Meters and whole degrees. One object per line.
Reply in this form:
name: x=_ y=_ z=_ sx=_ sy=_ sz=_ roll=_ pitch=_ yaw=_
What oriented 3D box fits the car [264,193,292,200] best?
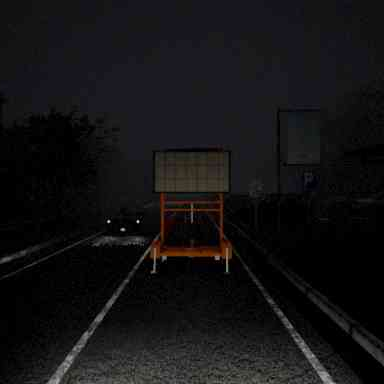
car: x=18.395 y=0.939 z=71.381 sx=5.366 sy=1.575 sz=1.946 roll=0 pitch=1 yaw=0

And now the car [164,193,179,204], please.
car: x=-3.379 y=0.876 z=54.594 sx=2.150 sy=2.045 sz=5.566 roll=0 pitch=1 yaw=0

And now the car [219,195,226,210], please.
car: x=5.633 y=1.335 z=34.485 sx=5.008 sy=1.535 sz=2.097 roll=0 pitch=0 yaw=0

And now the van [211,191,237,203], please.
van: x=5.661 y=0.864 z=59.720 sx=4.442 sy=1.987 sz=1.878 roll=0 pitch=1 yaw=0

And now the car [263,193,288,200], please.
car: x=18.576 y=0.907 z=74.158 sx=4.892 sy=1.521 sz=2.231 roll=0 pitch=1 yaw=0

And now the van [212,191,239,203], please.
van: x=5.671 y=0.900 z=56.917 sx=4.442 sy=1.987 sz=1.878 roll=0 pitch=1 yaw=0

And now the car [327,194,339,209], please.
car: x=18.700 y=1.316 z=38.070 sx=5.008 sy=1.535 sz=2.097 roll=0 pitch=0 yaw=0

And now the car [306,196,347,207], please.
car: x=18.703 y=1.280 z=46.402 sx=4.792 sy=1.488 sz=2.163 roll=0 pitch=1 yaw=0

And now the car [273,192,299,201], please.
car: x=18.632 y=0.887 z=65.830 sx=4.553 sy=1.767 sz=2.185 roll=0 pitch=1 yaw=0

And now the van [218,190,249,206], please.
van: x=5.511 y=1.095 z=37.290 sx=4.442 sy=1.987 sz=1.878 roll=0 pitch=0 yaw=0

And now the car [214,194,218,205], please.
car: x=5.636 y=1.312 z=42.897 sx=4.792 sy=1.488 sz=2.163 roll=0 pitch=0 yaw=0

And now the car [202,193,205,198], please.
car: x=5.474 y=0.695 z=70.931 sx=5.566 sy=2.045 sz=2.435 roll=0 pitch=1 yaw=0

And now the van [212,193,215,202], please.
van: x=5.692 y=0.972 z=51.313 sx=4.442 sy=1.987 sz=1.878 roll=0 pitch=1 yaw=0

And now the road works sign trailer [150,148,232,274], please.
road works sign trailer: x=0.002 y=0.435 z=10.495 sx=2.380 sy=3.560 sz=2.880 roll=0 pitch=0 yaw=2

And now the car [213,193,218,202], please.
car: x=5.594 y=1.297 z=45.705 sx=4.674 sy=1.452 sz=2.002 roll=0 pitch=1 yaw=0

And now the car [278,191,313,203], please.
car: x=18.651 y=0.833 z=60.277 sx=5.566 sy=2.045 sz=2.435 roll=0 pitch=1 yaw=0

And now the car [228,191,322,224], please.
car: x=5.652 y=1.140 z=23.270 sx=5.566 sy=2.045 sz=2.435 roll=0 pitch=0 yaw=0

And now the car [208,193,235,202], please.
car: x=5.527 y=1.055 z=62.526 sx=4.892 sy=1.521 sz=2.231 roll=0 pitch=1 yaw=0

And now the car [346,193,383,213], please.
car: x=18.697 y=1.095 z=32.516 sx=5.566 sy=2.045 sz=2.435 roll=0 pitch=0 yaw=0

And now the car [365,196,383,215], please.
car: x=18.741 y=1.360 z=29.742 sx=5.008 sy=1.535 sz=2.097 roll=0 pitch=0 yaw=0

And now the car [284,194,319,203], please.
car: x=18.818 y=1.117 z=57.504 sx=5.366 sy=1.575 sz=1.946 roll=0 pitch=1 yaw=0

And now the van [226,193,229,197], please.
van: x=5.766 y=1.124 z=31.681 sx=4.442 sy=1.987 sz=1.878 roll=0 pitch=0 yaw=0

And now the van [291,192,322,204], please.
van: x=18.759 y=0.930 z=54.727 sx=4.442 sy=1.987 sz=1.878 roll=0 pitch=1 yaw=0

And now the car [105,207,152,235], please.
car: x=-3.394 y=1.531 z=18.582 sx=1.895 sy=1.301 sz=4.718 roll=0 pitch=0 yaw=0

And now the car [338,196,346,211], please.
car: x=18.709 y=1.334 z=35.292 sx=4.892 sy=1.521 sz=2.231 roll=0 pitch=0 yaw=0

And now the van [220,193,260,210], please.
van: x=5.734 y=1.076 z=40.093 sx=4.442 sy=1.987 sz=1.878 roll=0 pitch=0 yaw=0

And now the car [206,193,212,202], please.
car: x=5.537 y=0.911 z=54.112 sx=5.566 sy=2.045 sz=2.435 roll=0 pitch=1 yaw=0

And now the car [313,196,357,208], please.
car: x=18.655 y=1.308 z=43.619 sx=4.792 sy=1.488 sz=2.163 roll=0 pitch=1 yaw=0

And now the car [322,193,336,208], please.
car: x=18.879 y=1.294 z=40.848 sx=5.366 sy=1.575 sz=1.946 roll=0 pitch=0 yaw=0

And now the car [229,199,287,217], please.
car: x=5.662 y=1.404 z=28.879 sx=4.674 sy=1.452 sz=2.002 roll=0 pitch=0 yaw=0

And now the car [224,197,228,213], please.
car: x=5.485 y=1.375 z=26.075 sx=5.366 sy=1.575 sz=1.946 roll=0 pitch=0 yaw=0

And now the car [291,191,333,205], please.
car: x=18.682 y=0.940 z=51.950 sx=5.566 sy=2.045 sz=2.435 roll=0 pitch=1 yaw=0

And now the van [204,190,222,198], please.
van: x=5.333 y=0.540 z=84.947 sx=4.442 sy=1.987 sz=1.878 roll=0 pitch=1 yaw=0
